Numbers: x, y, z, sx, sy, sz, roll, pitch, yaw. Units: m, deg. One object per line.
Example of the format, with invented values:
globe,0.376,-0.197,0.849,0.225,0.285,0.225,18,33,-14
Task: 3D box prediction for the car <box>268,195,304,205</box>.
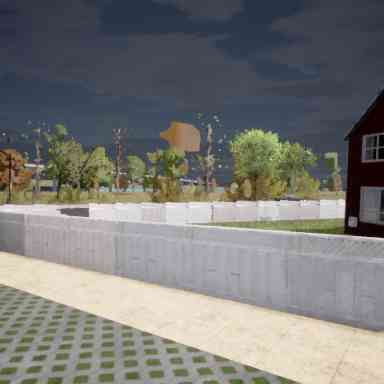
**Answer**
car,12.212,1.078,43.705,4.718,1.301,1.895,0,2,-18
